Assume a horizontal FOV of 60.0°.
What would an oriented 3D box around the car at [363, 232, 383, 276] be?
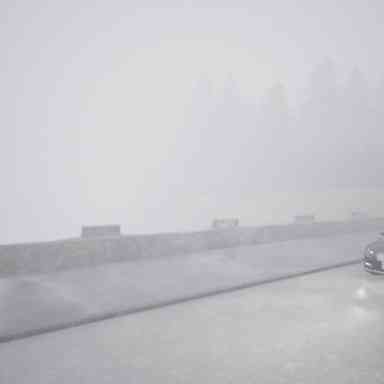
[{"bbox_3d":[6.767,1.564,9.422,4.902,1.511,2.128,0,0,-35],"label":"car"}]
